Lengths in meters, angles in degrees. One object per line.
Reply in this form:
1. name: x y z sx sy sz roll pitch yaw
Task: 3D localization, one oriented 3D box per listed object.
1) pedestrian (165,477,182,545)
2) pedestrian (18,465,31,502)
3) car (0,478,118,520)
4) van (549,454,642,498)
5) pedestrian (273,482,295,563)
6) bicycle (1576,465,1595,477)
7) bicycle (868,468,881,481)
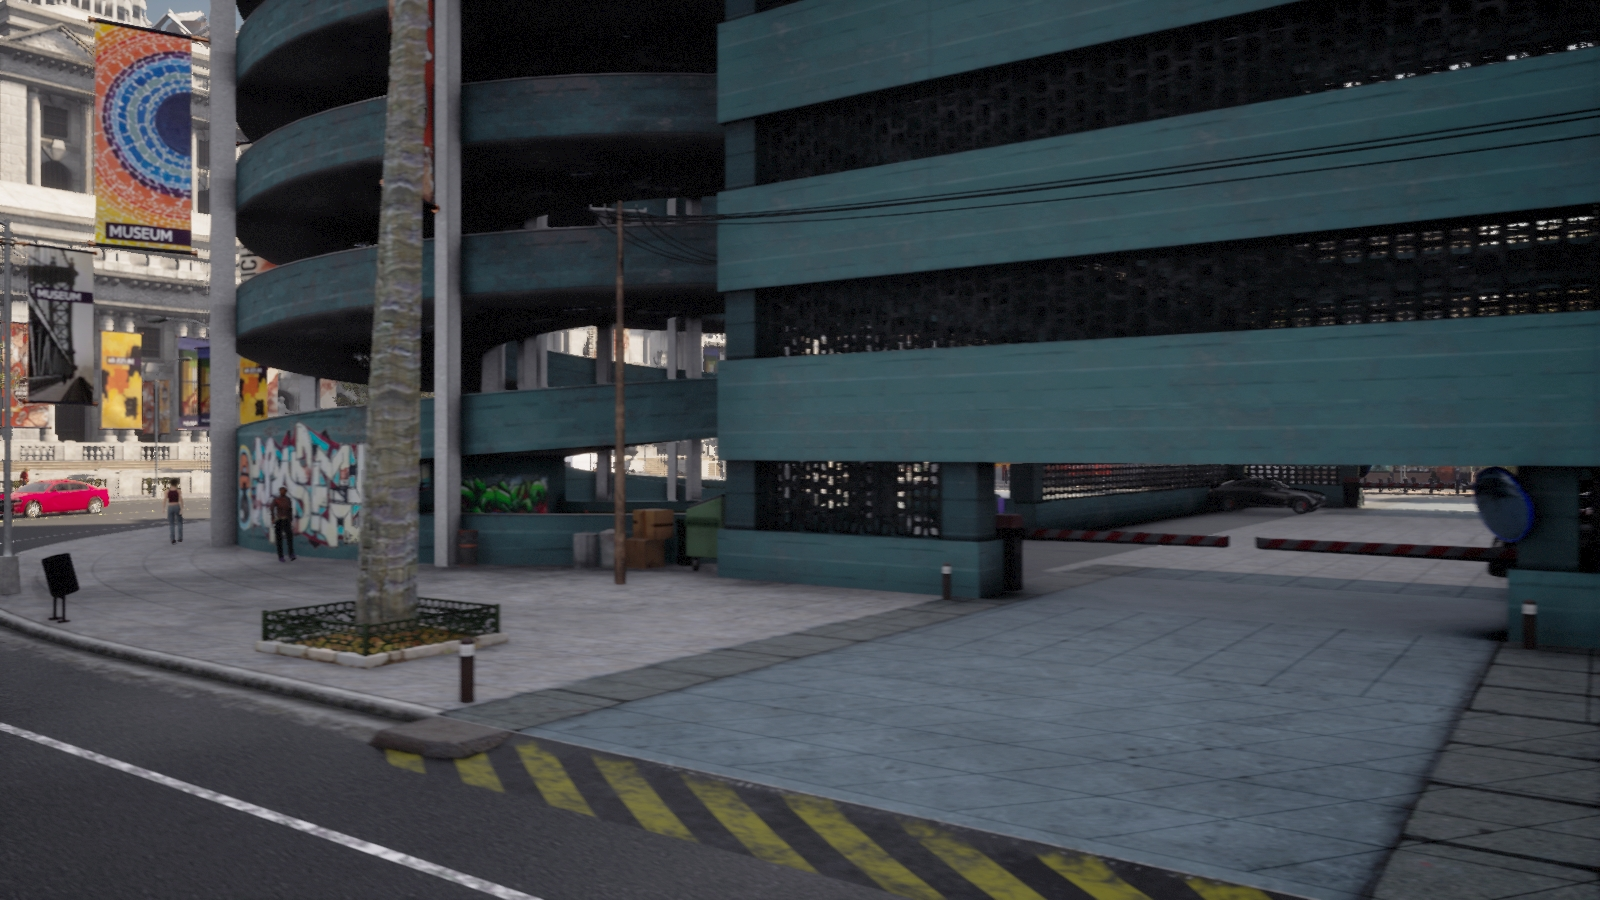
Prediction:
1. pedestrian: -17.375 1.693 31.700 0.375 1.860 0.375 0 0 -20
2. pedestrian: -39.314 1.689 57.914 0.375 1.860 0.375 0 0 24
3. car: -31.889 2.028 48.550 2.097 1.535 5.006 0 0 14
4. van: -12.504 1.529 70.180 1.988 2.561 5.915 0 0 35
5. pedestrian: -12.088 1.693 26.752 0.375 1.860 0.375 0 0 -41
6. bicycle: 81.515 2.205 118.619 1.643 1.196 0.373 0 0 35
7. bicycle: 6.818 2.200 104.031 0.373 1.196 1.643 0 0 36
